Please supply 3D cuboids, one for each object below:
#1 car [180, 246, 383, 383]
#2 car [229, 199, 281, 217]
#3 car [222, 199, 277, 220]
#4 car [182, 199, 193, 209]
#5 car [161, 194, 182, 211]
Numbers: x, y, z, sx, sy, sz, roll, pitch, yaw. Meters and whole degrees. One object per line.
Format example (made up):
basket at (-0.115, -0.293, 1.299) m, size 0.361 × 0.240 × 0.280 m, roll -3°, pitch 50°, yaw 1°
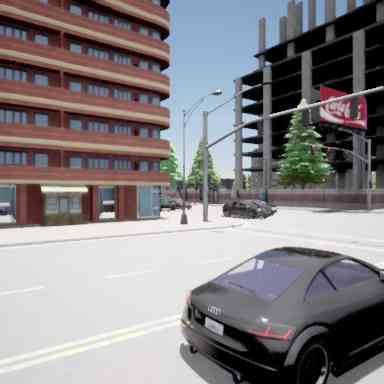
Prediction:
car at (1.895, 1.562, 5.115) m, size 4.181 × 1.385 × 1.994 m, roll 0°, pitch 0°, yaw -35°
car at (6.079, 1.480, 32.620) m, size 2.128 × 1.511 × 4.902 m, roll 0°, pitch 0°, yaw -37°
car at (4.630, 1.495, 28.593) m, size 1.837 × 1.490 × 4.892 m, roll 0°, pitch 0°, yaw -36°
car at (-1.802, 1.514, 43.441) m, size 1.812 × 1.442 × 4.674 m, roll 0°, pitch 0°, yaw -36°
car at (-4.026, 1.214, 40.547) m, size 2.150 × 2.045 × 5.566 m, roll 0°, pitch 0°, yaw -36°
